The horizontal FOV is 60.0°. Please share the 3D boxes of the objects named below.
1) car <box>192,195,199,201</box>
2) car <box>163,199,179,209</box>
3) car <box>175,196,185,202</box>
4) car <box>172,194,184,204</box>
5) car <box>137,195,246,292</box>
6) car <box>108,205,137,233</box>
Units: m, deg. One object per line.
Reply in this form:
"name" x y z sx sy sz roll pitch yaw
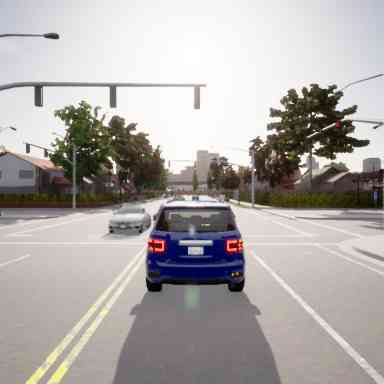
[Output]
"car" 0.961 1.478 88.056 1.882 1.535 5.008 0 0 0
"car" -2.834 1.601 45.653 1.895 1.301 4.718 0 0 -1
"car" -2.626 1.552 75.174 1.994 1.385 4.181 0 0 0
"car" -2.748 1.351 64.534 2.097 1.767 4.553 0 0 1
"car" 0.074 1.222 9.098 2.150 2.045 5.566 0 0 0
"car" -3.566 1.525 19.597 1.812 1.442 4.674 0 0 1
